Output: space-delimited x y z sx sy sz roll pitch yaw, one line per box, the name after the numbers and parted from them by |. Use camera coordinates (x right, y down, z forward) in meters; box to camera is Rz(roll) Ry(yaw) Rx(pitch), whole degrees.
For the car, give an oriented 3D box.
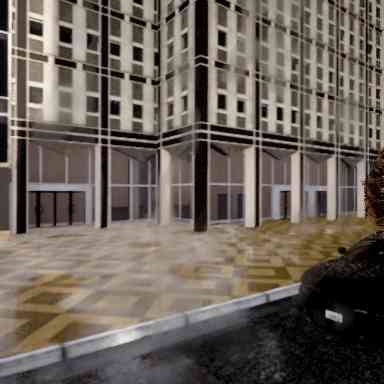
4.029 1.471 6.131 5.008 1.535 1.882 0 0 -36 | car
